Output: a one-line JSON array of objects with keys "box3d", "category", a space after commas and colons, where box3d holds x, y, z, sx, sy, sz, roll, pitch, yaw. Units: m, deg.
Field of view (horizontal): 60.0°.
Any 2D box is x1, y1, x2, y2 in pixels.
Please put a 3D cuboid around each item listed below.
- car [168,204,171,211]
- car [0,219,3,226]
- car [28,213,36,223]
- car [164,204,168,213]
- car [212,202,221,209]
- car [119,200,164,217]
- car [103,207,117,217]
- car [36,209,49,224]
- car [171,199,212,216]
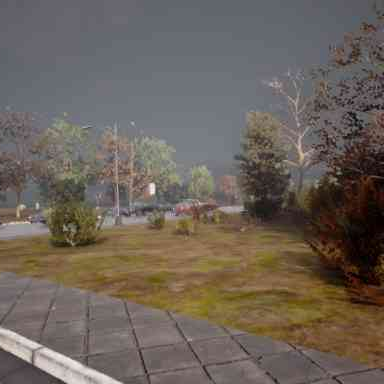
[{"box3d": [-0.798, 2.193, 52.141, 2.150, 2.045, 5.566, -3, -2, 33], "category": "car"}, {"box3d": [-17.728, 2.387, 25.706, 2.033, 1.411, 5.357, -3, -2, 34], "category": "car"}, {"box3d": [-15.191, 2.504, 35.920, 2.128, 1.511, 4.902, -3, -2, 32], "category": "car"}, {"box3d": [-4.583, 2.607, 52.687, 2.128, 1.511, 4.902, -3, -2, 32], "category": "car"}, {"box3d": [2.631, 2.291, 50.726, 1.882, 1.535, 5.008, -3, -2, 32], "category": "car"}, {"box3d": [-6.472, 2.124, 43.185, 2.150, 2.045, 5.566, -3, -2, 32], "category": "car"}, {"box3d": [-10.043, 2.615, 44.051, 1.994, 1.385, 4.181, -3, -2, 32], "category": "car"}, {"box3d": [-10.837, 2.285, 29.406, 1.895, 1.301, 4.718, -3, -2, 33], "category": "car"}, {"box3d": [0.012, 1.938, 39.997, 2.097, 1.767, 4.553, -3, -2, 32], "category": "car"}]
